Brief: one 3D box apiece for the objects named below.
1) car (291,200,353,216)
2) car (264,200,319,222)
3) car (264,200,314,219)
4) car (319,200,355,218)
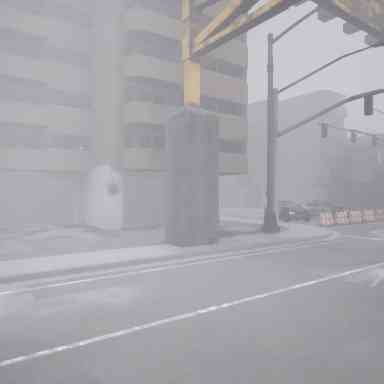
[{"bbox_3d":[10.962,1.295,28.162,4.536,1.218,1.853,0,0,34],"label":"car"},{"bbox_3d":[7.439,1.453,25.969,2.038,1.542,4.974,0,0,-11],"label":"car"},{"bbox_3d":[7.429,1.295,26.020,1.853,1.218,4.536,0,0,-11],"label":"car"},{"bbox_3d":[11.006,1.453,28.134,4.974,1.542,2.038,0,0,34],"label":"car"}]
